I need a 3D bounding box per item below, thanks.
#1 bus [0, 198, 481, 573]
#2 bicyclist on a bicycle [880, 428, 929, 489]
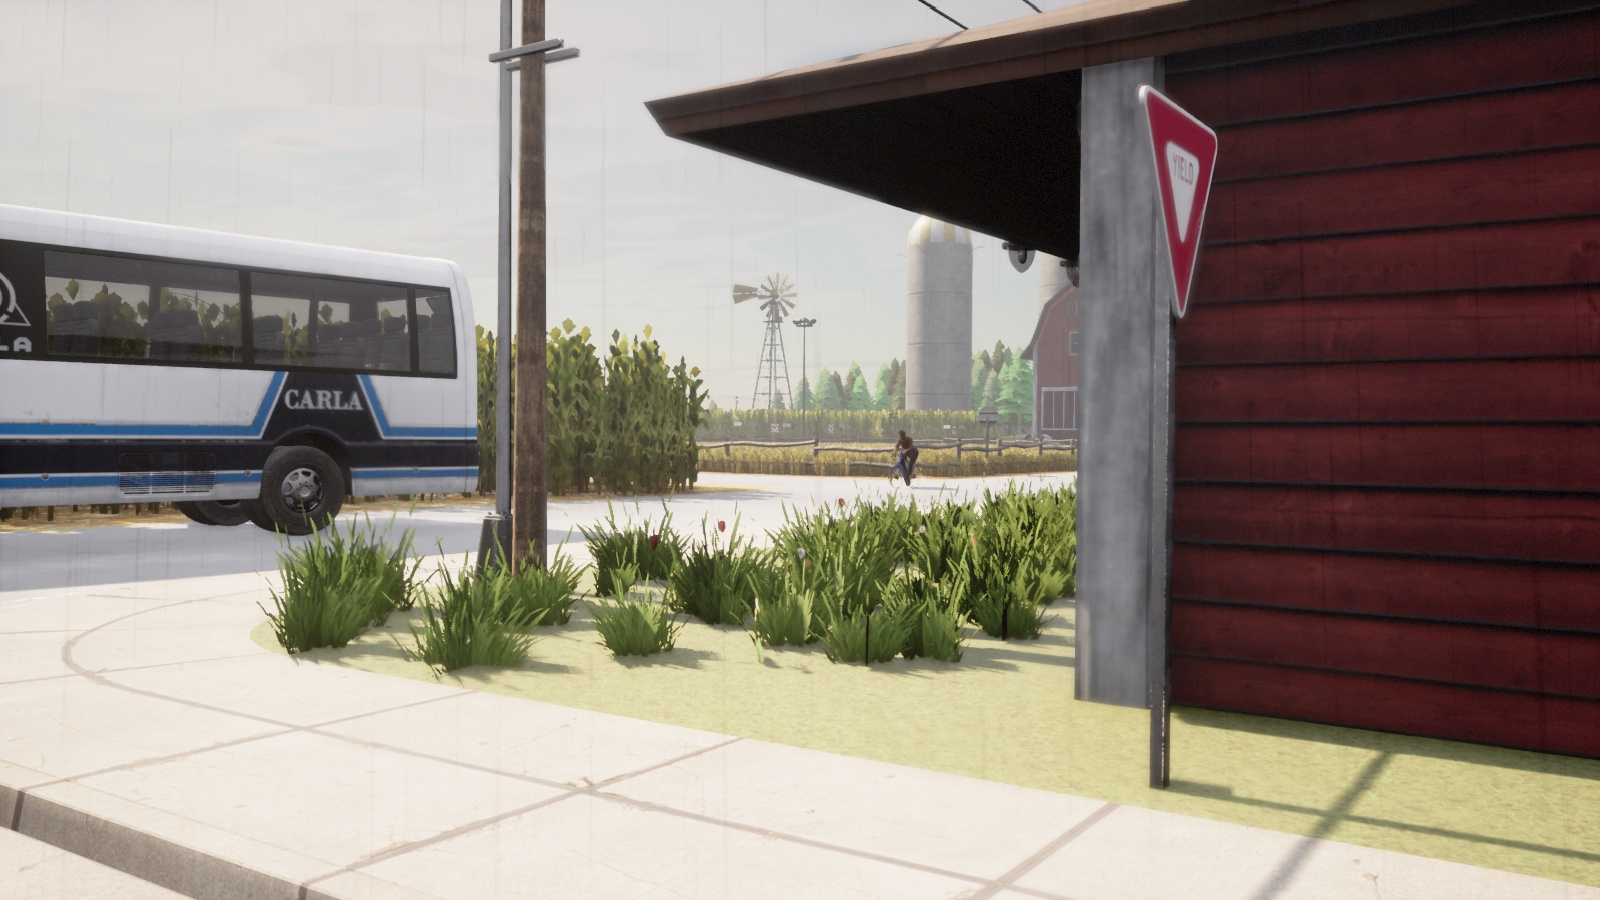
[{"bbox_3d":[-9.744,-0.756,16.508,3.944,4.253,10.273,0,1,41],"label":"bus"},{"bbox_3d":[2.861,0.217,34.311,0.582,1.620,1.656,0,1,34],"label":"bicyclist on a bicycle"}]
